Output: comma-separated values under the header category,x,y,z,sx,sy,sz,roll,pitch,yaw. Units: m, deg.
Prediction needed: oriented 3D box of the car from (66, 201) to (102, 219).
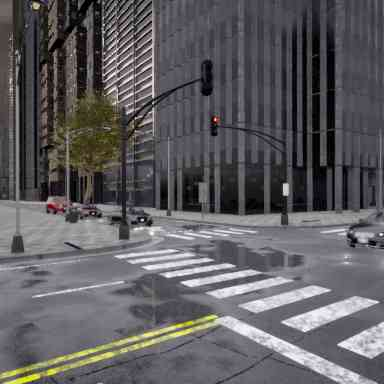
category,x,y,z,sx,sy,sz,roll,pitch,yaw
car,-10.211,1.817,31.995,1.994,1.385,4.181,0,0,-36

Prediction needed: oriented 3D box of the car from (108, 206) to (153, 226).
category,x,y,z,sx,sy,sz,roll,pitch,yaw
car,-4.489,1.728,23.960,1.994,1.385,4.181,0,0,-35

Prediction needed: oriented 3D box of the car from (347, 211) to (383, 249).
category,x,y,z,sx,sy,sz,roll,pitch,yaw
car,8.235,1.506,13.559,4.902,1.511,2.128,0,-1,-35

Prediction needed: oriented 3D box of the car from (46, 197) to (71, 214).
category,x,y,z,sx,sy,sz,roll,pitch,yaw
car,-16.113,1.573,40.326,2.150,2.045,5.566,0,0,-35
